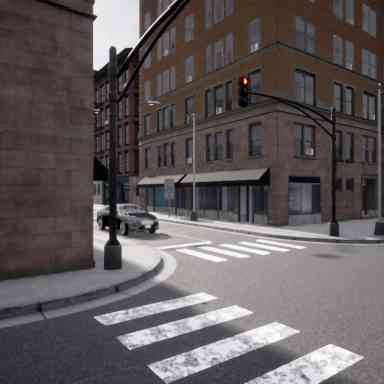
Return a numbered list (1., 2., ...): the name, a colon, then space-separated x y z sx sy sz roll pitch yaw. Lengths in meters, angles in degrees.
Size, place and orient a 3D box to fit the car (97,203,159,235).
1. car: -3.618 1.395 18.157 2.128 1.511 4.902 0 0 -37
